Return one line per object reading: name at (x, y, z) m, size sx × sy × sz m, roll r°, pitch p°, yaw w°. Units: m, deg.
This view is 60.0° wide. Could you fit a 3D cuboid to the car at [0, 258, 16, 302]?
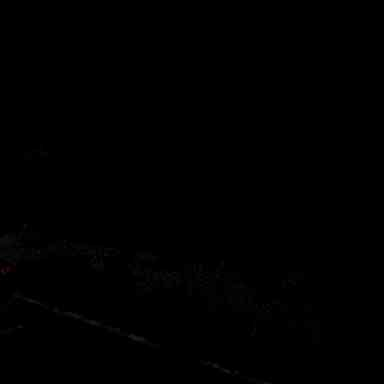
car at (-5.202, 1.539, 6.743) m, size 4.206 × 1.307 × 1.802 m, roll 0°, pitch 0°, yaw 35°
